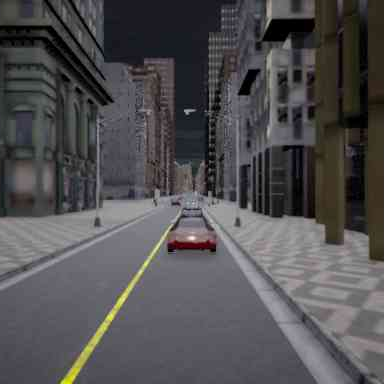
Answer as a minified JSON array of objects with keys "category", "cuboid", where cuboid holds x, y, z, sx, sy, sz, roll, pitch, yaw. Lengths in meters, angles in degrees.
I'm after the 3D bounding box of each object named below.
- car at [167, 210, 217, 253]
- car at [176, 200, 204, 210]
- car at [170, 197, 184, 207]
[{"category":"car","cuboid":[0.001,1.694,14.297,1.994,1.385,4.181,0,0,0]},{"category":"car","cuboid":[-0.003,1.749,29.294,2.128,1.511,4.902,0,0,0]},{"category":"car","cuboid":[-3.020,2.113,63.699,1.895,1.301,4.718,0,0,0]}]
